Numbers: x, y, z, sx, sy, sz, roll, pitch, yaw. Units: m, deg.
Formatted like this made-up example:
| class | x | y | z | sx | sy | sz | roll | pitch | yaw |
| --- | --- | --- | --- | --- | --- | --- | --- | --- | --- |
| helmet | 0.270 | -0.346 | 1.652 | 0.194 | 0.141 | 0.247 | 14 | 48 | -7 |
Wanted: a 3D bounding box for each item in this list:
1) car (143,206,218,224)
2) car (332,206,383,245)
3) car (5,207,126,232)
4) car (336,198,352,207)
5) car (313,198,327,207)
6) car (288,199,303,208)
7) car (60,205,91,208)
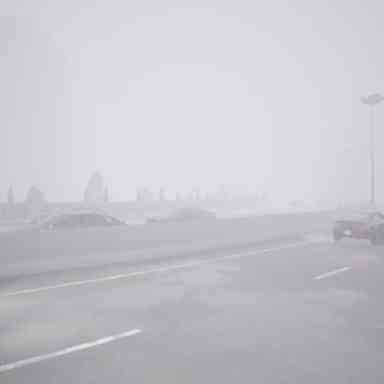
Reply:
| class | x | y | z | sx | sy | sz | roll | pitch | yaw |
| --- | --- | --- | --- | --- | --- | --- | --- | --- | --- |
| car | -0.605 | 1.633 | 22.046 | 5.357 | 1.411 | 2.033 | 0 | 0 | -44 |
| car | 8.359 | 1.591 | 15.961 | 4.674 | 1.442 | 1.812 | 0 | 0 | -44 |
| car | -5.011 | 1.556 | 13.617 | 4.892 | 1.490 | 1.837 | 0 | 0 | -39 |
| car | 21.904 | 1.686 | 47.905 | 2.128 | 1.511 | 4.902 | 0 | 0 | 25 |
| car | 21.939 | 1.733 | 57.039 | 1.837 | 1.490 | 4.892 | 0 | 0 | 20 |
| car | 16.735 | 1.777 | 53.500 | 1.994 | 1.385 | 4.181 | 0 | 0 | 23 |
| car | -7.515 | 1.569 | 20.606 | 4.902 | 1.511 | 2.128 | 0 | 0 | -40 |
